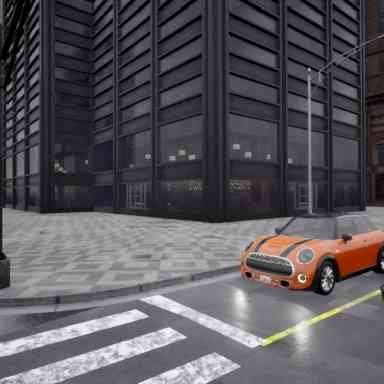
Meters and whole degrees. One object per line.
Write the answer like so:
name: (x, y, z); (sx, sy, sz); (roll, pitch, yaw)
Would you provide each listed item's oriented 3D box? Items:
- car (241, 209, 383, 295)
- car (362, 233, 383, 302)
car: (3.399, 1.379, 8.922); (4.553, 1.767, 2.097); (0, 0, -39)
car: (5.867, 1.546, 6.926); (5.357, 1.411, 2.033); (0, 0, -39)
